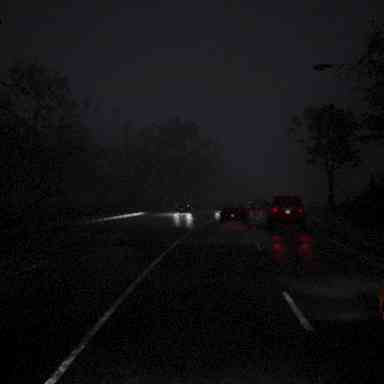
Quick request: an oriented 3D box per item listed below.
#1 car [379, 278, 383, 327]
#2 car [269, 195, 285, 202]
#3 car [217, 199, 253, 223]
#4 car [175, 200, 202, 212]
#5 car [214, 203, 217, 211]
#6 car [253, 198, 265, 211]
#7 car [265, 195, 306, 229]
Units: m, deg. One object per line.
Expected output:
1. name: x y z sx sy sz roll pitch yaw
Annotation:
1. car: 3.793 1.485 3.208 1.882 1.535 5.008 0 0 2
2. car: 19.184 1.368 74.717 1.812 1.442 4.674 0 0 36
3. car: 3.353 1.472 25.380 1.882 1.535 5.008 0 0 13
4. car: -0.373 1.566 38.407 1.895 1.301 4.718 0 0 19
5. car: 4.307 1.531 41.057 2.033 1.411 5.357 0 0 21
6. car: 8.519 1.496 41.530 2.128 1.511 4.902 0 0 22
7. car: 6.091 1.229 21.820 2.150 2.045 5.566 0 0 12
